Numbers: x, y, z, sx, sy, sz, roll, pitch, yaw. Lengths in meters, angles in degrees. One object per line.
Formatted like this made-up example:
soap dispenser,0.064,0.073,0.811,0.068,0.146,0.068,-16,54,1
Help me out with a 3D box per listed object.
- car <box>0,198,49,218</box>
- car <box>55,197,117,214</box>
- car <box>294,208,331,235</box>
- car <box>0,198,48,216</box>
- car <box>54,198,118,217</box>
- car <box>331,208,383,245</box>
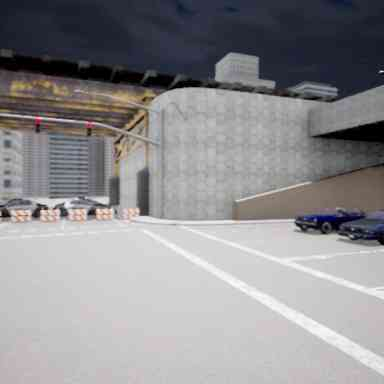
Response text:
car,-13.505,1.240,25.026,2.038,1.542,4.974,1,0,34
car,-8.751,1.091,27.551,4.536,1.218,1.853,0,0,9
car,8.031,1.532,18.382,4.718,1.301,1.895,0,0,-21
car,-13.476,1.082,25.068,1.853,1.218,4.536,1,0,34
car,-8.701,1.249,27.544,4.974,1.542,2.038,0,0,9
car,9.287,1.504,15.116,5.357,1.411,2.033,0,0,-21
